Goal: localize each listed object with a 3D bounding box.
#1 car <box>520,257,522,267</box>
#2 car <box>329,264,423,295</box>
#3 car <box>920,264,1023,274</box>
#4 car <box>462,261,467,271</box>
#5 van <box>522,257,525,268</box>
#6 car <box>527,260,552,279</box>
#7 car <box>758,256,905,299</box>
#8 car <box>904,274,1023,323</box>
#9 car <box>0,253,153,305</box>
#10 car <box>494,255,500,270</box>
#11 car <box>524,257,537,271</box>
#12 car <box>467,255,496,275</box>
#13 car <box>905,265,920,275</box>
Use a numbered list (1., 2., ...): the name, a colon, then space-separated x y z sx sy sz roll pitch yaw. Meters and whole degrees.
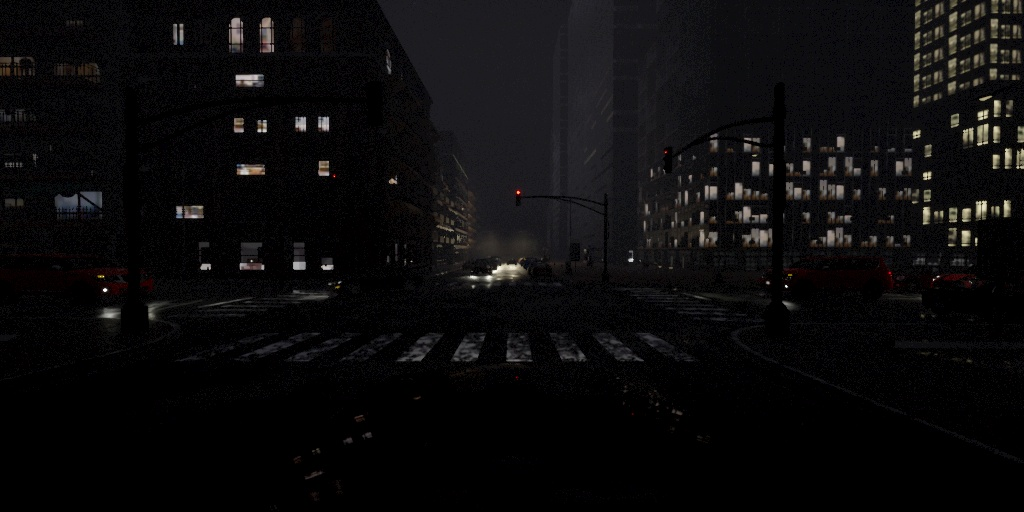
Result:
1. car: 2.622 1.240 55.052 1.888 1.381 4.507 0 0 0
2. car: -7.385 1.234 19.866 4.892 1.490 1.837 1 3 -37
3. car: 24.095 1.189 17.978 4.553 1.767 2.097 0 1 1
4. car: -5.722 1.270 49.367 1.948 1.339 4.313 0 0 0
5. van: 2.626 1.045 49.406 1.690 1.789 3.998 0 0 0
6. car: 2.637 1.272 32.468 1.888 1.381 4.507 0 0 0
7. car: 15.704 1.020 18.088 5.566 2.045 2.150 0 1 1
8. car: 16.708 1.445 12.170 4.403 1.370 2.007 0 0 1
9. car: -18.849 0.911 15.336 5.566 2.045 2.150 0 1 1
10. car: -3.124 1.054 49.949 2.097 1.767 4.553 0 0 0
11. car: 2.633 1.159 38.114 1.967 1.591 4.097 0 0 0
12. car: -3.121 1.071 37.483 2.097 1.767 4.553 0 0 0
13. car: 23.361 1.230 20.722 4.097 1.591 1.967 0 0 1
